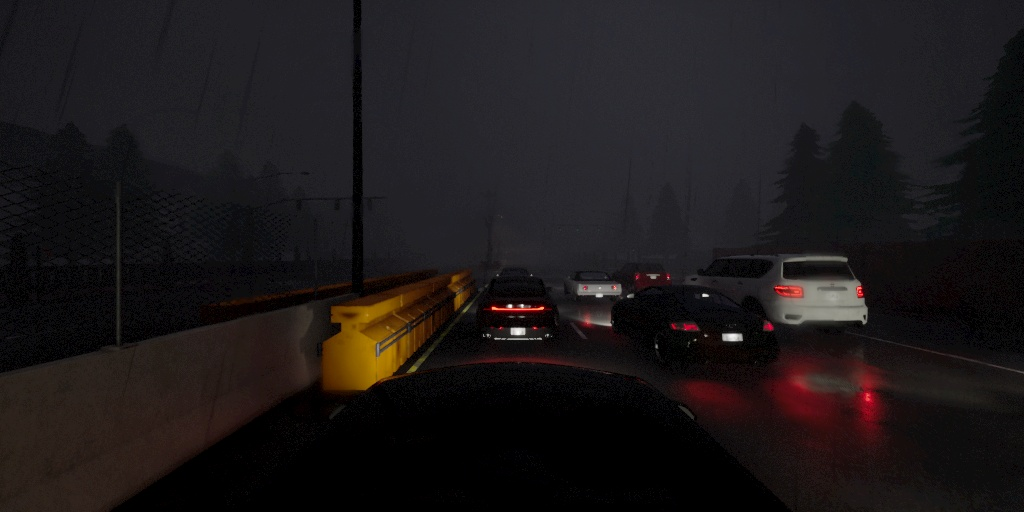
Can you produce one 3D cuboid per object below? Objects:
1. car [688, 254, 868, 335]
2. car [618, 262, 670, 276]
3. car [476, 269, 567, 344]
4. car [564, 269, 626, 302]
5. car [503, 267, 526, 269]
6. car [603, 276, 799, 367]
[{"bbox_3d":[7.121,0.971,10.635,2.150,2.045,5.566,0,0,0],"label":"car"},{"bbox_3d":[7.142,1.102,20.221,2.097,1.767,4.553,0,0,0],"label":"car"},{"bbox_3d":[0.118,1.255,9.563,1.837,1.490,4.892,0,0,0],"label":"car"},{"bbox_3d":[3.635,1.351,17.116,1.895,1.301,4.718,0,0,0],"label":"car"},{"bbox_3d":[0.137,1.297,19.080,2.033,1.411,5.357,0,0,0],"label":"car"},{"bbox_3d":[3.622,1.314,7.934,1.994,1.385,4.181,0,0,-1],"label":"car"}]
